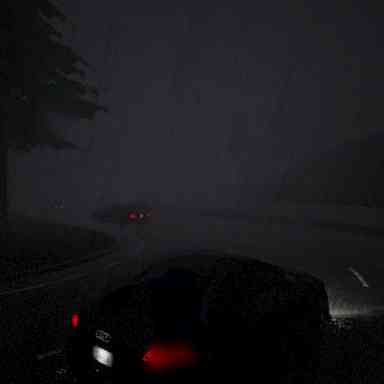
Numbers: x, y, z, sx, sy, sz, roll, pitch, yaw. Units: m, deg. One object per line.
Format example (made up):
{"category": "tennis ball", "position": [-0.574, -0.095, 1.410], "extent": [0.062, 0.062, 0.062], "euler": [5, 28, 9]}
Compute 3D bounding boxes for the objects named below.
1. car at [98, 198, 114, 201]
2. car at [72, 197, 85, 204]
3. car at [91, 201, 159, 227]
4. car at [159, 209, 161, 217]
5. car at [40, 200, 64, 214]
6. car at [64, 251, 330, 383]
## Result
{"category": "car", "position": [-11.377, 1.504, 43.469], "extent": [1.837, 1.490, 4.892], "euler": [0, 0, -29]}
{"category": "car", "position": [-22.266, 1.600, 65.000], "extent": [1.895, 1.301, 4.718], "euler": [0, 0, -26]}
{"category": "car", "position": [-4.872, 1.547, 22.675], "extent": [2.033, 1.411, 5.357], "euler": [0, 0, -43]}
{"category": "car", "position": [-4.343, 1.525, 27.214], "extent": [1.812, 1.442, 4.674], "euler": [0, 0, -39]}
{"category": "car", "position": [-15.177, 1.547, 36.013], "extent": [2.033, 1.411, 5.357], "euler": [0, 0, -32]}
{"category": "car", "position": [0.420, 1.563, 4.769], "extent": [1.994, 1.385, 4.181], "euler": [0, 0, 40]}
